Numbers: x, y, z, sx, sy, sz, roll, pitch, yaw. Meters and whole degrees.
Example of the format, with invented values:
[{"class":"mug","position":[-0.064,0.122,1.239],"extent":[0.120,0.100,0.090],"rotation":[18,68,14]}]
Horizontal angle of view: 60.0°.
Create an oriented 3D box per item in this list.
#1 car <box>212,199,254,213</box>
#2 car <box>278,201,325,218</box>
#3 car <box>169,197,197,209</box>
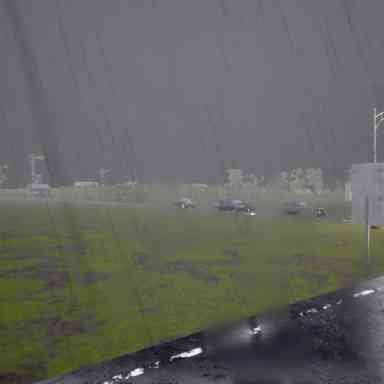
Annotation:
[{"class":"car","position":[4.545,1.531,37.727],"extent":[2.033,1.411,5.357],"rotation":[0,0,-35]},{"class":"car","position":[9.757,1.551,29.895],"extent":[1.994,1.385,4.181],"rotation":[0,0,-33]},{"class":"car","position":[-1.336,1.485,45.842],"extent":[1.837,1.490,4.892],"rotation":[0,0,-37]}]
